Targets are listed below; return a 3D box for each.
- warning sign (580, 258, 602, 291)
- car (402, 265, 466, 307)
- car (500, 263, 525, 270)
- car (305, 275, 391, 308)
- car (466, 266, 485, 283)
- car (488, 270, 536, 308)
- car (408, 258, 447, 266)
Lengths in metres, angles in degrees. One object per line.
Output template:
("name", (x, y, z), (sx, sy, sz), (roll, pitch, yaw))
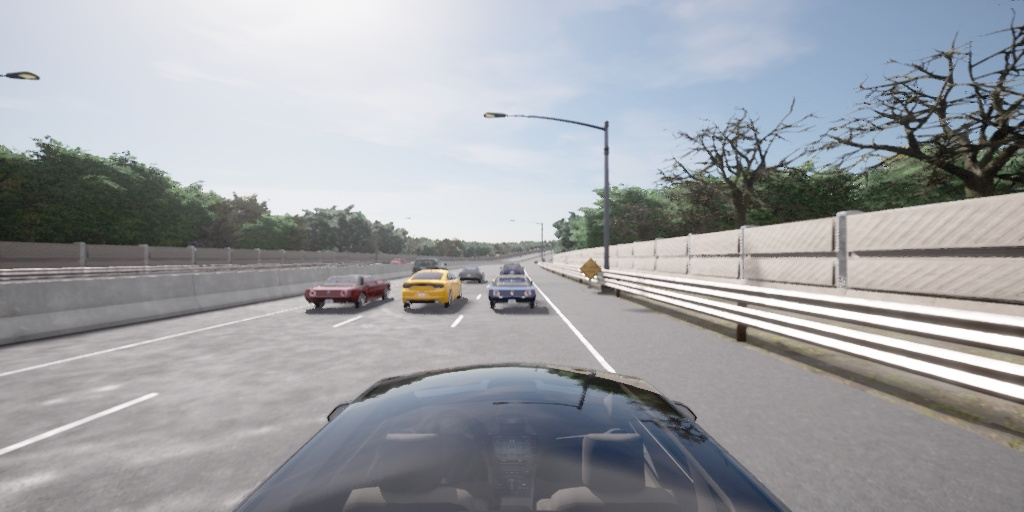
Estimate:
("warning sign", (4.559, 1.039, 21.004), (1.300, 1.860, 1.060), (0, 0, 0))
("car", (-3.488, 1.361, 16.334), (1.882, 1.535, 5.008), (0, 0, 0))
("car", (0.017, 1.351, 30.915), (2.097, 1.767, 4.553), (0, -1, 0))
("car", (-6.992, 1.480, 15.945), (1.895, 1.301, 4.718), (0, 0, 0))
("car", (-3.483, 1.567, 31.136), (1.994, 1.385, 4.181), (0, 0, 0))
("car", (0.008, 1.480, 15.940), (1.895, 1.301, 4.718), (0, 0, 0))
("car", (-6.985, 1.217, 30.887), (2.150, 2.045, 5.566), (0, 0, 0))
